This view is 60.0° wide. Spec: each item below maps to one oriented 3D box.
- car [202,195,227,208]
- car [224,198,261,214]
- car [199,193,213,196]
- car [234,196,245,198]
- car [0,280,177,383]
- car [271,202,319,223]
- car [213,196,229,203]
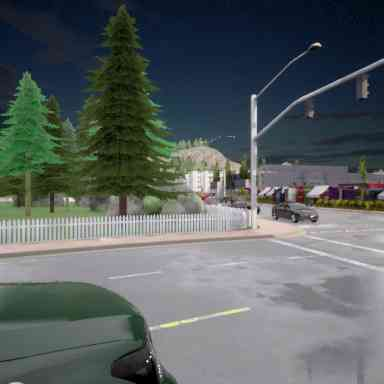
[{"bbox_3d":[2.835,1.547,44.230,2.128,1.511,4.902,0,0,-16],"label":"car"},{"bbox_3d":[5.454,1.656,35.245,1.895,1.301,4.718,0,0,-16],"label":"car"},{"bbox_3d":[2.939,1.277,69.605,2.150,2.045,5.566,0,0,-17],"label":"car"},{"bbox_3d":[8.704,1.547,62.289,2.128,1.511,4.902,0,0,-16],"label":"car"},{"bbox_3d":[-2.756,1.221,1.670,5.566,2.045,2.150,0,0,-36],"label":"car"},{"bbox_3d":[8.046,1.560,26.339,1.837,1.490,4.892,0,0,-14],"label":"car"},{"bbox_3d":[6.086,1.559,71.154,1.837,1.490,4.892,0,0,-16],"label":"car"}]
